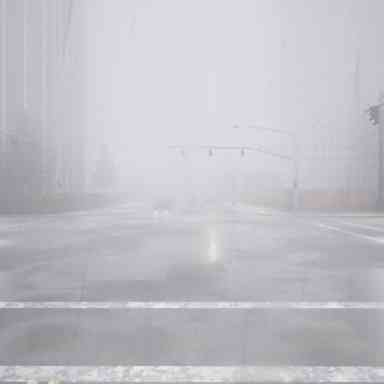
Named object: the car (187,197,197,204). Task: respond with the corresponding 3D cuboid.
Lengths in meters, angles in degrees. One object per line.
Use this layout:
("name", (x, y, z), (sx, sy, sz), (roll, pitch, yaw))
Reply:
("car", (0.030, 1.564, 64.985), (1.994, 1.385, 4.181), (0, 0, 0))

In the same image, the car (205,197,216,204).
("car", (3.530, 1.601, 65.014), (1.895, 1.301, 4.718), (0, 0, 0))

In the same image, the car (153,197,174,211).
("car", (-3.580, 1.564, 40.787), (1.994, 1.385, 4.181), (0, 0, 0))
